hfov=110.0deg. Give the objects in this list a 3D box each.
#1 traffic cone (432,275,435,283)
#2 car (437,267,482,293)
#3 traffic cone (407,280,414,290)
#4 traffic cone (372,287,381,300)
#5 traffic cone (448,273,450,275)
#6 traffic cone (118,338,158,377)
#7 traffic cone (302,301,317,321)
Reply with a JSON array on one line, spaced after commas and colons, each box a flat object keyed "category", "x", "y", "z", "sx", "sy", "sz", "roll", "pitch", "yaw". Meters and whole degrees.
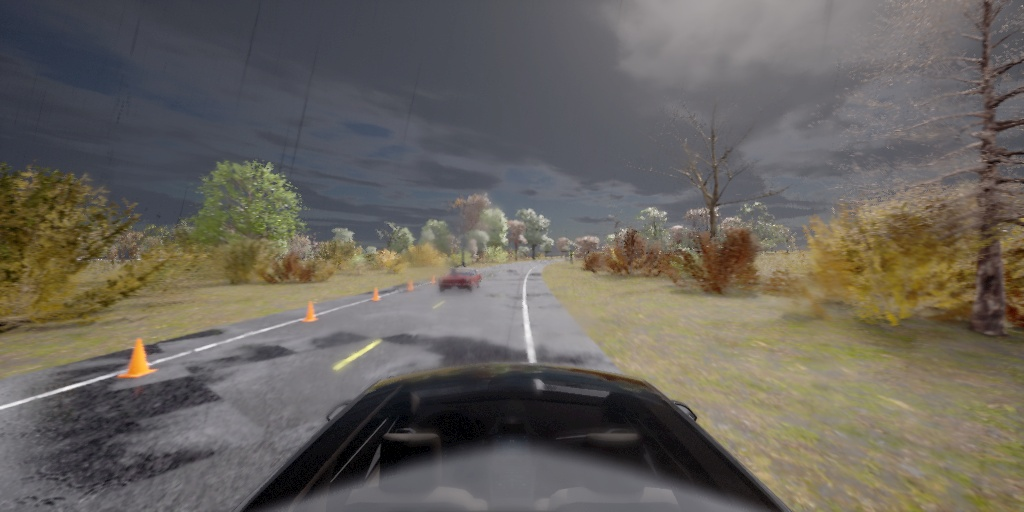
[{"category": "traffic cone", "x": -5.733, "y": 1.677, "z": 26.129, "sx": 0.340, "sy": 0.580, "sz": 0.340, "roll": 0, "pitch": 0, "yaw": 3}, {"category": "car", "x": -2.886, "y": 1.337, "z": 20.656, "sx": 1.895, "sy": 1.301, "sz": 4.718, "roll": 0, "pitch": 0, "yaw": 2}, {"category": "traffic cone", "x": -5.941, "y": 1.678, "z": 21.103, "sx": 0.340, "sy": 0.580, "sz": 0.340, "roll": 0, "pitch": 0, "yaw": 2}, {"category": "traffic cone", "x": -6.097, "y": 1.679, "z": 16.073, "sx": 0.340, "sy": 0.580, "sz": 0.340, "roll": 0, "pitch": 0, "yaw": 2}, {"category": "traffic cone", "x": -5.477, "y": 1.675, "z": 31.155, "sx": 0.340, "sy": 0.580, "sz": 0.340, "roll": 0, "pitch": 0, "yaw": 3}, {"category": "traffic cone", "x": -6.260, "y": 1.678, "z": 6.012, "sx": 0.340, "sy": 0.580, "sz": 0.340, "roll": 0, "pitch": 0, "yaw": 0}, {"category": "traffic cone", "x": -6.204, "y": 1.679, "z": 11.043, "sx": 0.340, "sy": 0.580, "sz": 0.340, "roll": 0, "pitch": 0, "yaw": 1}]
